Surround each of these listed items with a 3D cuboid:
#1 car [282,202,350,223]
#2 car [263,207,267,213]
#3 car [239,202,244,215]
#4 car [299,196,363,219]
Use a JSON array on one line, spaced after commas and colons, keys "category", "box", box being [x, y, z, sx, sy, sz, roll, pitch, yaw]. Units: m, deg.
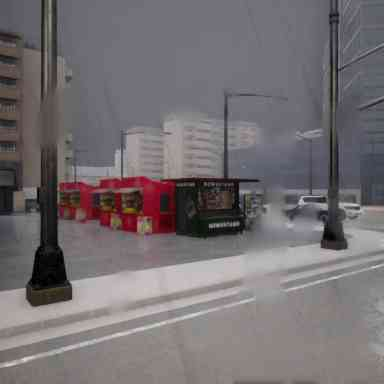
[{"category": "car", "box": [9.676, 1.706, 26.696, 1.895, 1.301, 4.718, 0, -1, -37]}, {"category": "car", "box": [5.984, 1.788, 37.717, 2.033, 1.411, 5.357, 0, -1, -36]}, {"category": "car", "box": [3.994, 1.768, 34.494, 2.033, 1.411, 5.357, 0, -1, -37]}, {"category": "car", "box": [12.005, 1.338, 29.426, 2.150, 2.045, 5.566, 0, -1, -36]}]
